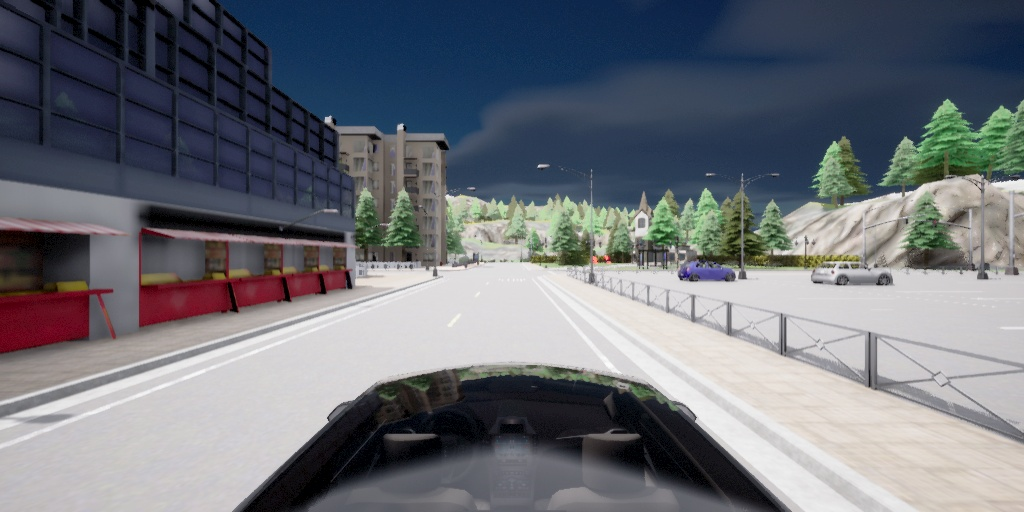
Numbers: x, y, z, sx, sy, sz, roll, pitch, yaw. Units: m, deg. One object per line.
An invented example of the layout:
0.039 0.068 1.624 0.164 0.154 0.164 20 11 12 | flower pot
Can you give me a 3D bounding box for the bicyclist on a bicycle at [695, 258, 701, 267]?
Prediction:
18.395 1.041 35.645 0.582 1.620 1.656 0 0 -1 | bicyclist on a bicycle
